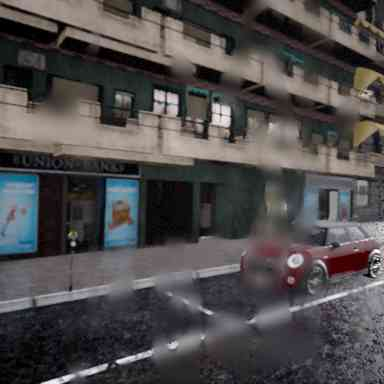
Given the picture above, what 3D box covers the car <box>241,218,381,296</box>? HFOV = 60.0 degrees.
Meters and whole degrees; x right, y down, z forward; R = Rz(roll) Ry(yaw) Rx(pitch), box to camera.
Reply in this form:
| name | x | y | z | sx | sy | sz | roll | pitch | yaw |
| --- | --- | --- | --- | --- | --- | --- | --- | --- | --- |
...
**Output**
| name | x | y | z | sx | sy | sz | roll | pitch | yaw |
| --- | --- | --- | --- | --- | --- | --- | --- | --- | --- |
| car | 3.206 | 1.513 | 8.827 | 4.097 | 1.590 | 1.967 | 1 | 1 | -35 |
